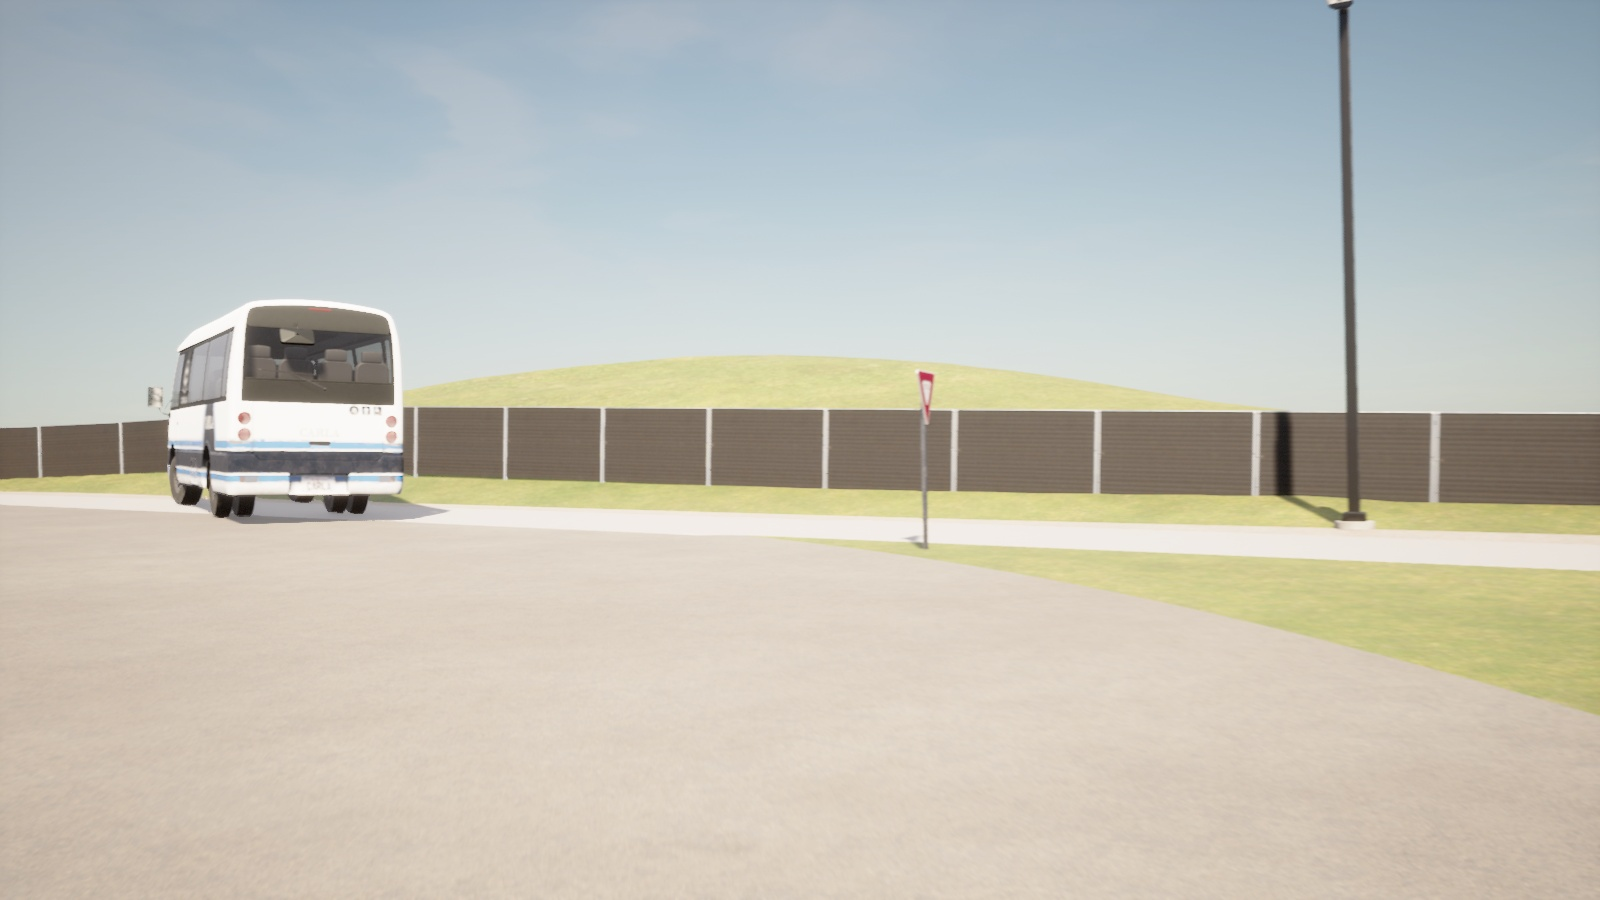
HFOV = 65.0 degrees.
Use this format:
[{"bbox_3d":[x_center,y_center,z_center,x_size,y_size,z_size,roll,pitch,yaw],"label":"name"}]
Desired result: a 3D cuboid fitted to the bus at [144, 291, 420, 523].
[{"bbox_3d":[-12.079,-0.797,28.426,3.944,4.253,10.273,1,0,-33],"label":"bus"}]
